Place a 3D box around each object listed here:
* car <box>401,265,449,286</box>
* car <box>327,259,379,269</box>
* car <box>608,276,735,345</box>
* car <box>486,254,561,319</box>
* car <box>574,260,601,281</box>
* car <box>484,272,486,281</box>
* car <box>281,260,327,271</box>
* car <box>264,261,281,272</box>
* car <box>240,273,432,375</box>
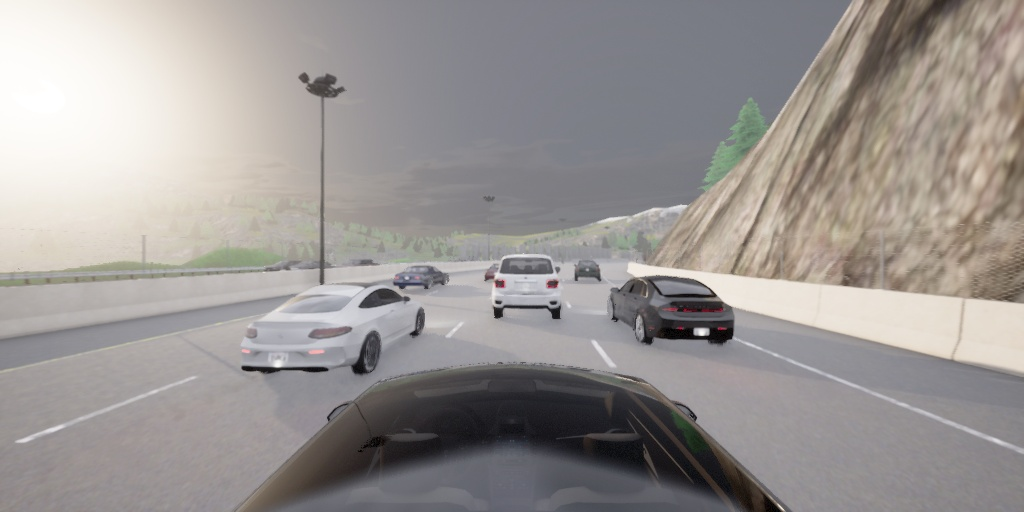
[{"bbox_3d":[-5.533,1.277,22.423,2.033,1.411,5.357,0,0,7],"label":"car"},{"bbox_3d":[-14.604,1.055,33.547,2.097,1.767,4.553,0,0,10],"label":"car"},{"bbox_3d":[3.888,1.263,9.563,1.837,1.490,4.892,0,0,3],"label":"car"},{"bbox_3d":[0.590,0.969,13.058,2.150,2.045,5.566,0,0,4],"label":"car"},{"bbox_3d":[6.409,1.110,30.713,2.097,1.767,4.553,0,0,10],"label":"car"},{"bbox_3d":[-0.921,1.303,29.465,1.994,1.385,4.181,0,0,9],"label":"car"},{"bbox_3d":[-20.984,1.177,37.496,2.128,1.511,4.902,0,0,11],"label":"car"},{"bbox_3d":[-24.277,1.182,38.865,1.837,1.490,4.892,0,0,12],"label":"car"},{"bbox_3d":[-3.221,1.266,7.367,1.812,1.442,4.674,0,0,2],"label":"car"}]
